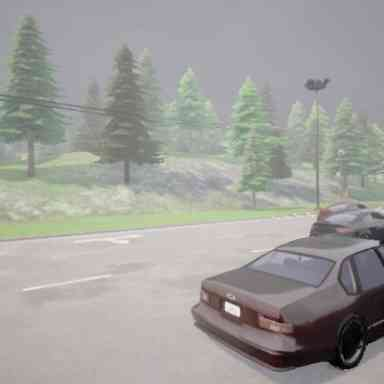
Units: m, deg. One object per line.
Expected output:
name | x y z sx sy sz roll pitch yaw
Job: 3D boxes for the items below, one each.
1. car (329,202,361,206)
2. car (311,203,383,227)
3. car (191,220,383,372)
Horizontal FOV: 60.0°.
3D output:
car | 8.895 1.275 18.684 4.674 1.442 1.812 -1 1 -35
car | 6.339 1.354 12.562 4.674 1.442 1.812 -1 1 -35
car | 2.576 1.475 5.584 5.357 1.411 2.033 -1 1 -34
